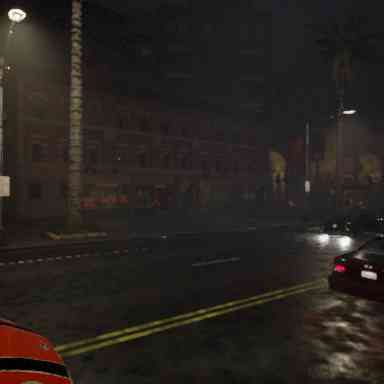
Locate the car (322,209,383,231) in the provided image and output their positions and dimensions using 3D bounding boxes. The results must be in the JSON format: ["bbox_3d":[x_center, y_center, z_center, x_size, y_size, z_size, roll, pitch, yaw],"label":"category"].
[{"bbox_3d":[9.518,1.706,19.597,4.181,1.385,1.994,1,0,-36],"label":"car"}]

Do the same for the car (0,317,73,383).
[{"bbox_3d":[-2.905,1.341,1.621,4.553,1.767,2.097,1,0,-36],"label":"car"}]

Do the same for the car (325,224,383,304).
[{"bbox_3d":[5.334,1.613,7.670,5.357,1.411,2.033,1,0,-36],"label":"car"}]
